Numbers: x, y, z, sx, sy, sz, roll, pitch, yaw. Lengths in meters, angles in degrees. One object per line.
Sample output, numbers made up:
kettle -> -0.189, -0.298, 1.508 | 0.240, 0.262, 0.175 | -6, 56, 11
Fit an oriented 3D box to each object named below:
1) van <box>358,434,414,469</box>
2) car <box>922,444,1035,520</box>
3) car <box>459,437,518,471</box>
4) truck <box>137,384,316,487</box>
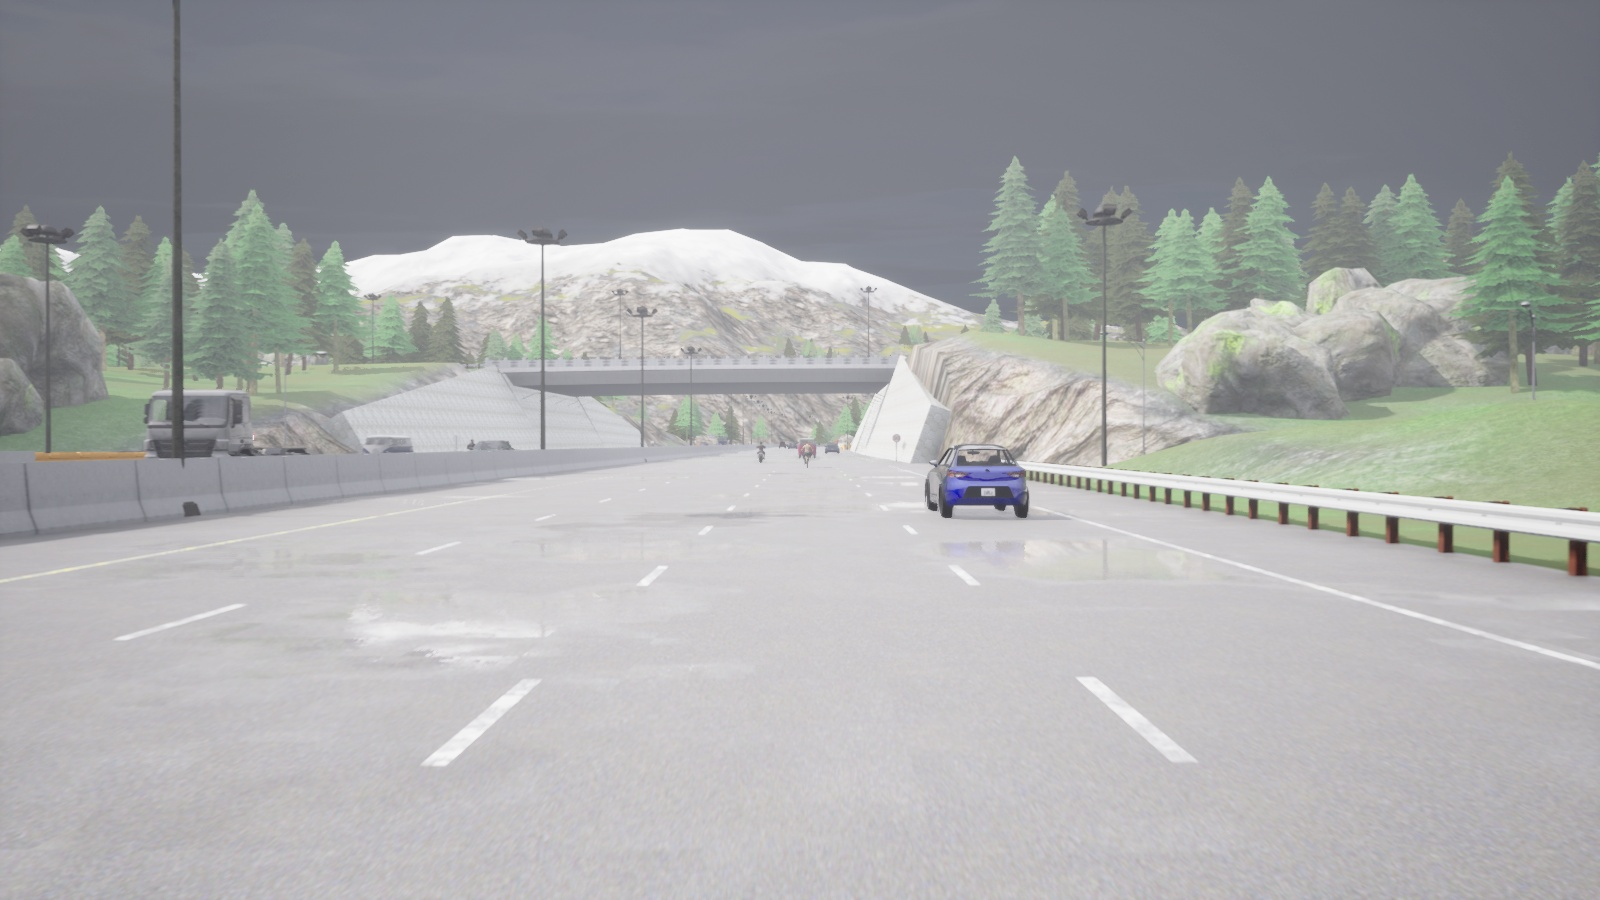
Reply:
van -> -24.069, 0.069, 73.166 | 1.775, 1.987, 4.442 | 0, 0, 0
car -> 3.666, 0.614, 26.445 | 1.816, 1.474, 4.193 | 0, 0, 0
car -> -17.092, 0.201, 69.079 | 2.097, 1.767, 4.553 | 0, 0, 0
truck -> -20.723, -0.511, 46.016 | 2.891, 3.462, 7.936 | 0, 0, 0
